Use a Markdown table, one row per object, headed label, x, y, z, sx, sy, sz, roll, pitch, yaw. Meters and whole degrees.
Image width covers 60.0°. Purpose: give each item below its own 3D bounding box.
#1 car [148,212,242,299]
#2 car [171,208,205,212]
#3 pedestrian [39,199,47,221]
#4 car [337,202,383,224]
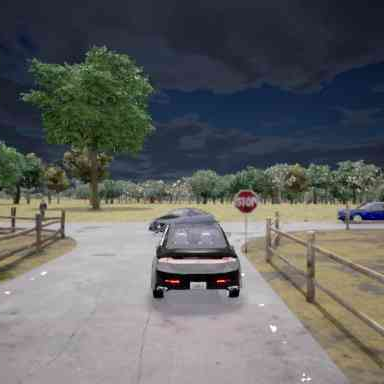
| label | x | y | z | sx | sy | sz | roll | pitch | yaw |
| --- | --- | --- | --- | --- | --- | --- | --- | --- | --- |
| car | 0.041 | 1.505 | 8.509 | 2.128 | 1.511 | 4.902 | 0 | 0 | -2 |
| car | -0.424 | 1.597 | 18.508 | 1.994 | 1.385 | 4.181 | 0 | 0 | 40 |
| pedestrian | -12.140 | 1.437 | 27.030 | 0.375 | 1.860 | 0.375 | 0 | -1 | 0 |
| car | 13.096 | 1.487 | 23.979 | 5.008 | 1.535 | 1.882 | 0 | -2 | 0 |
